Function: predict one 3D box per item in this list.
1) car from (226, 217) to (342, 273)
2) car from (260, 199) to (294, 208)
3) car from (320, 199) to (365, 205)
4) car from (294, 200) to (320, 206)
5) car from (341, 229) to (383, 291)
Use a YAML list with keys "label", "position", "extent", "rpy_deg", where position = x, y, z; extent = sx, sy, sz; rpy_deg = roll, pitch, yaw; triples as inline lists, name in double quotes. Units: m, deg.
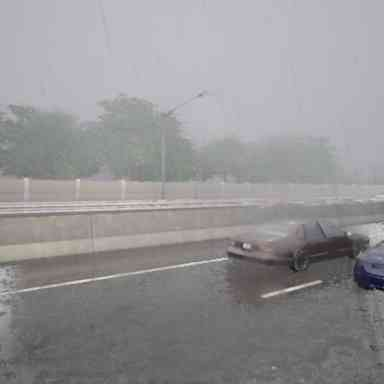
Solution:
- label: "car"
  position: [3.558, 1.527, 10.579]
  extent: [5.357, 1.411, 2.033]
  rpy_deg: [0, 0, -35]
- label: "car"
  position: [9.473, 1.456, 36.520]
  extent: [4.674, 1.442, 1.812]
  rpy_deg: [0, 0, -35]
- label: "car"
  position: [14.889, 1.419, 31.786]
  extent: [4.902, 1.511, 2.128]
  rpy_deg: [0, 0, -35]
- label: "car"
  position: [13.038, 1.490, 34.764]
  extent: [4.181, 1.385, 1.994]
  rpy_deg: [0, 0, -35]
- label: "car"
  position: [5.633, 1.543, 7.759]
  extent: [4.181, 1.385, 1.994]
  rpy_deg: [0, 0, -35]
